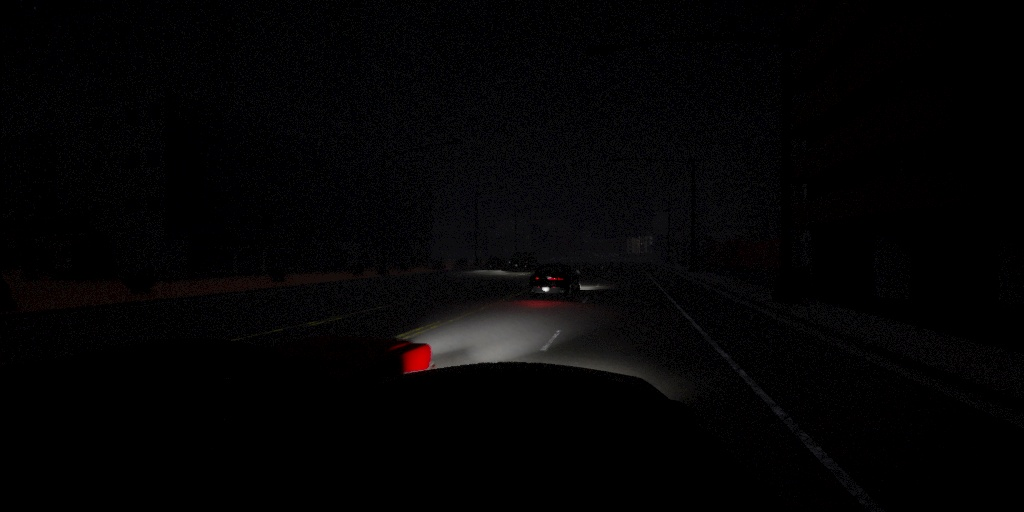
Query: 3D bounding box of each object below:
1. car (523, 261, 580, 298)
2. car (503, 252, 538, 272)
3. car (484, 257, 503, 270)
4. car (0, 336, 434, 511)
[{"bbox_3d":[2.192,1.119,17.793,1.837,1.490,4.892,0,1,18],"label":"car"},{"bbox_3d":[1.260,0.577,38.615,2.150,2.045,5.566,0,1,18],"label":"car"},{"bbox_3d":[-1.568,0.839,41.251,1.837,1.490,4.892,0,1,18],"label":"car"},{"bbox_3d":[-2.528,1.352,2.929,1.895,1.301,4.718,0,0,18],"label":"car"}]
